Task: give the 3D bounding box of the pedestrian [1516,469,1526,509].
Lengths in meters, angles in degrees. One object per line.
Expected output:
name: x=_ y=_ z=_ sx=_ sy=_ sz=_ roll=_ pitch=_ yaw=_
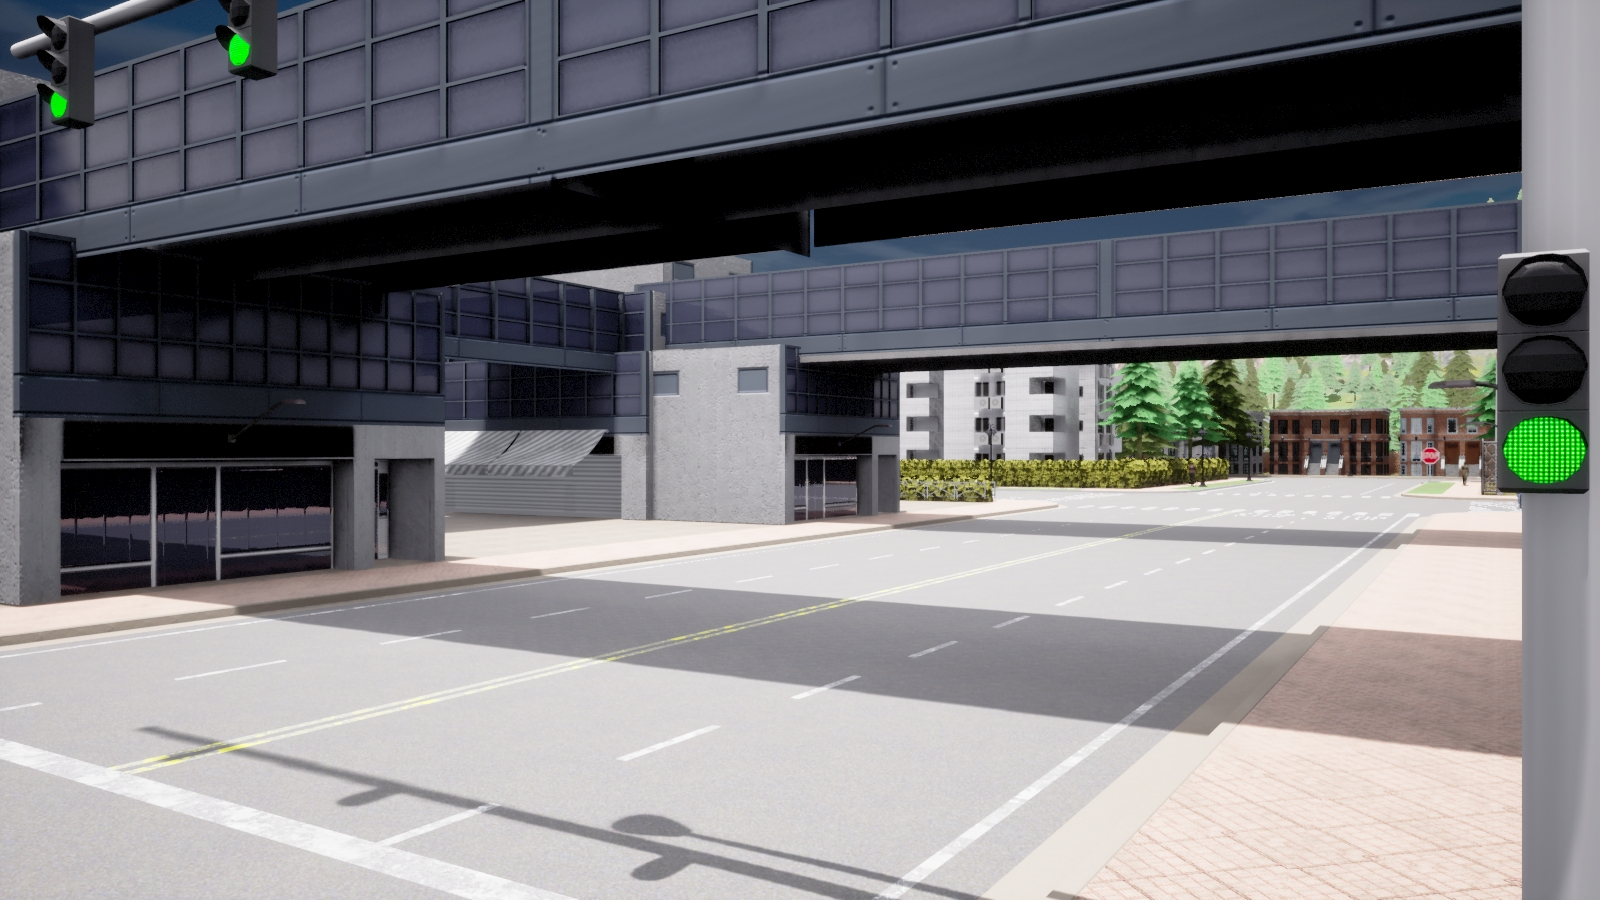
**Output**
pedestrian: x=34.184 y=1.849 z=54.164 sx=0.375 sy=1.860 sz=0.375 roll=0 pitch=0 yaw=31
